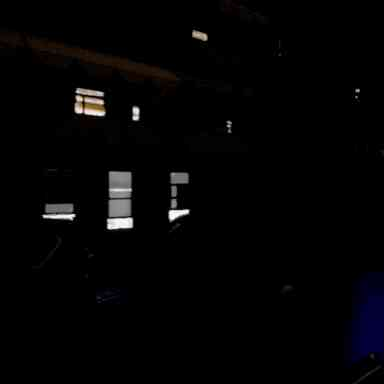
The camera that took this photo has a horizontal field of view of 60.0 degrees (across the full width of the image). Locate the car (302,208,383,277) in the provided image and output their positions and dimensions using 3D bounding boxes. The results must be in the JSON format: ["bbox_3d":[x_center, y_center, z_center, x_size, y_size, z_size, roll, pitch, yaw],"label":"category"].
[{"bbox_3d":[5.592,1.392,10.549,4.097,1.590,1.967,0,0,-36],"label":"car"}]

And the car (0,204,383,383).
[{"bbox_3d":[0.657,1.209,3.843,5.566,2.045,2.150,0,0,-36],"label":"car"}]

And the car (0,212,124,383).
[{"bbox_3d":[-3.606,1.318,3.987,5.009,1.841,2.192,0,0,-36],"label":"car"}]
